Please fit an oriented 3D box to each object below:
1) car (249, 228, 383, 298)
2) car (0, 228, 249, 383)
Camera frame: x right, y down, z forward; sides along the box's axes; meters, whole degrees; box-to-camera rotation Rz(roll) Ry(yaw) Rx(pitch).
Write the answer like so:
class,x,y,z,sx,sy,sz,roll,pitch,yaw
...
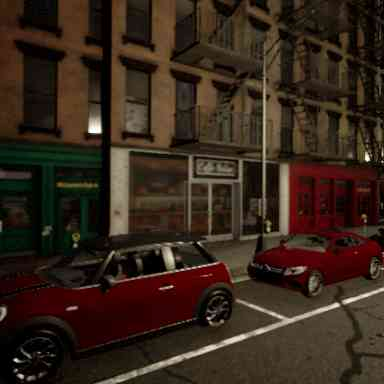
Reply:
class,x,y,z,sx,sy,sz,roll,pitch,yaw
car,3.309,1.628,8.550,4.206,1.307,1.802,0,0,-35
car,-1.314,1.451,5.256,4.097,1.590,1.967,0,0,-35
